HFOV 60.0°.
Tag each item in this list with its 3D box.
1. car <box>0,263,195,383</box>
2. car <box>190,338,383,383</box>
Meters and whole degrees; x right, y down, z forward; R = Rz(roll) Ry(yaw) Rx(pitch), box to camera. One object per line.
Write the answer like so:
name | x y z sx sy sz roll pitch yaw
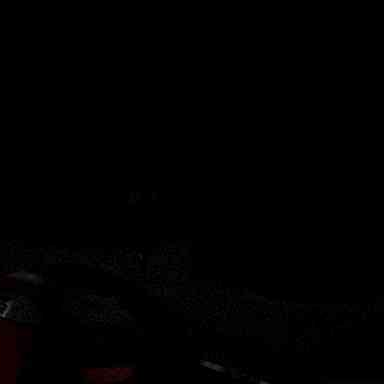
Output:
car | -1.853 1.585 4.178 4.206 1.307 1.802 0 -1 35
car | 2.476 1.524 1.098 4.829 1.417 1.752 0 -1 35
